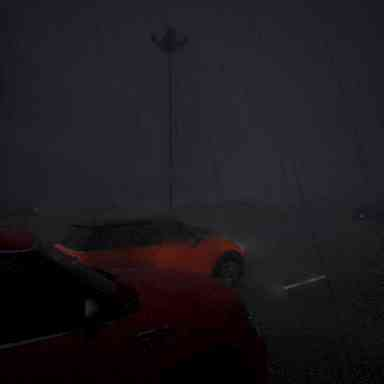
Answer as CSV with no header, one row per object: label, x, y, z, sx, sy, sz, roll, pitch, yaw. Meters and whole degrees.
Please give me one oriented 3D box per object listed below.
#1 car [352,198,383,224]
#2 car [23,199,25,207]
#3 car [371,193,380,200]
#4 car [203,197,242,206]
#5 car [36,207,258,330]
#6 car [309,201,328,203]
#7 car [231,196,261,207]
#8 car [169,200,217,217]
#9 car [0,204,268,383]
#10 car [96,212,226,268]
car,12.930,1.385,23.527,4.674,1.442,1.812,-1,0,-42
car,-13.821,1.392,24.337,4.553,1.767,2.097,0,0,-37
car,44.195,0.969,79.947,1.882,1.535,5.008,0,0,30
car,3.128,1.403,29.079,4.902,1.511,2.128,-1,0,-42
car,-0.862,1.342,7.582,4.553,1.767,2.097,0,0,-36
car,19.152,1.247,50.011,2.128,1.511,4.902,0,0,43
car,7.860,1.364,47.817,4.674,1.442,1.812,-1,0,-43
car,0.116,1.493,31.101,4.181,1.385,1.994,-1,0,-41
car,-1.922,1.231,2.443,5.566,2.045,2.150,0,0,-36
car,-1.023,1.545,11.846,4.181,1.385,1.994,0,0,-37
